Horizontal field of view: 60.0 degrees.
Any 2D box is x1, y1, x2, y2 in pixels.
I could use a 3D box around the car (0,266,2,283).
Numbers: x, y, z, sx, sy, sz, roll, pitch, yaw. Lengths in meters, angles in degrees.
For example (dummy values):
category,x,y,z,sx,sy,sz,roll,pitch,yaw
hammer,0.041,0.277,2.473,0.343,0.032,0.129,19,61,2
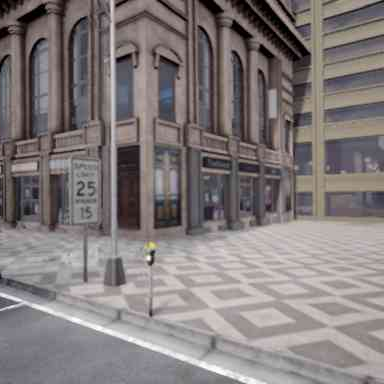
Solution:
category,x,y,z,sx,sy,sz,roll,pitch,yaw
car,-6.189,1.409,7.378,5.009,1.841,2.192,-1,-1,35
